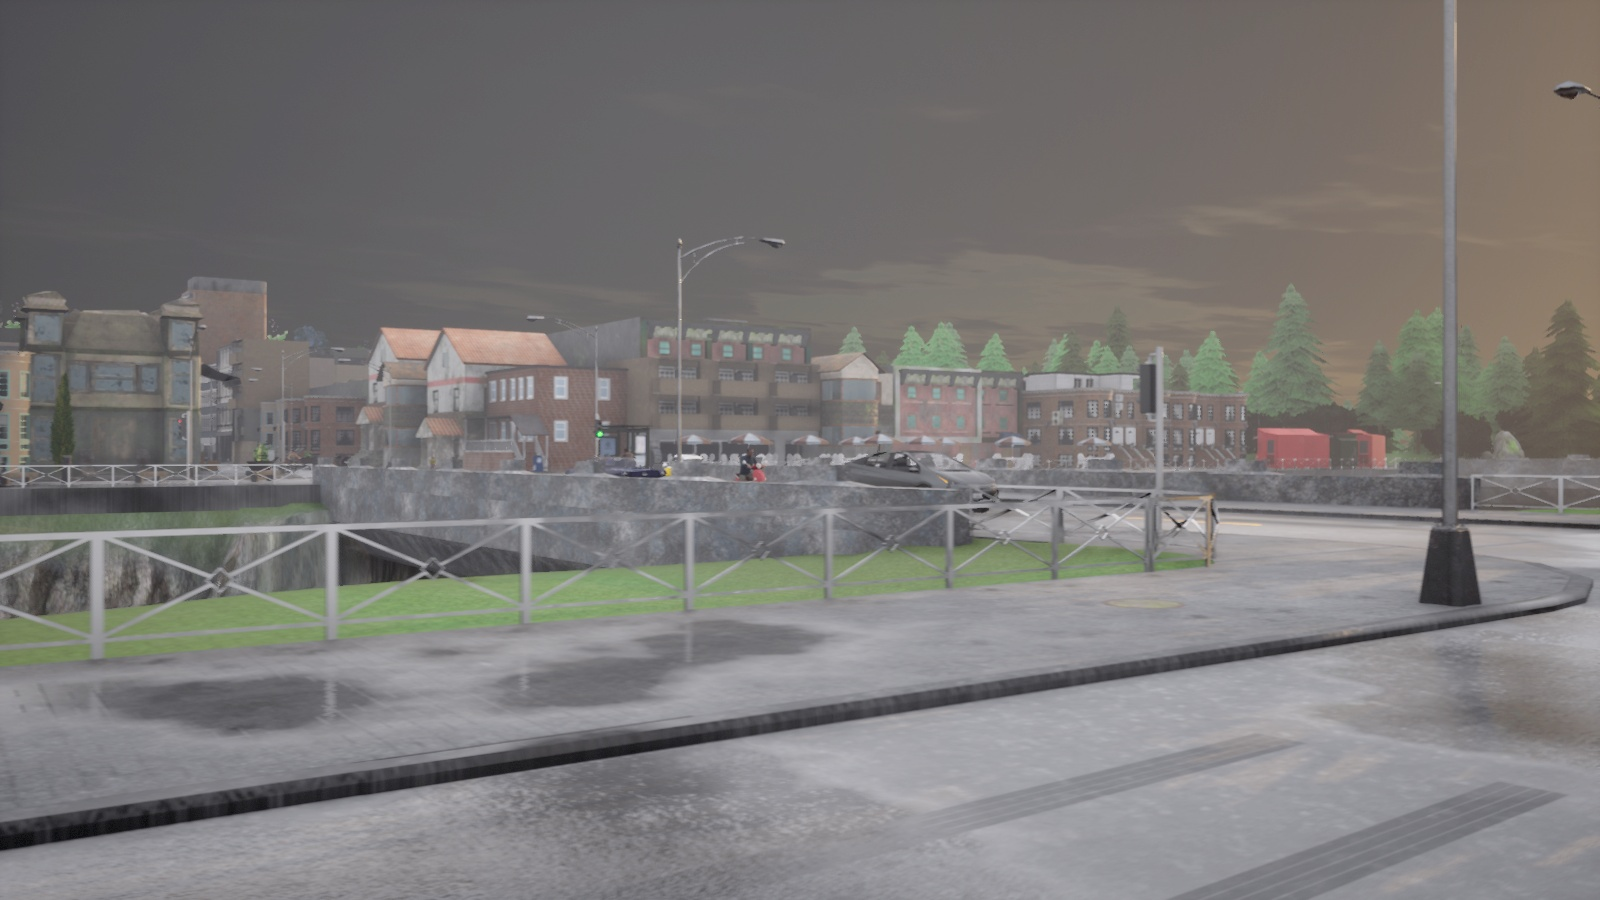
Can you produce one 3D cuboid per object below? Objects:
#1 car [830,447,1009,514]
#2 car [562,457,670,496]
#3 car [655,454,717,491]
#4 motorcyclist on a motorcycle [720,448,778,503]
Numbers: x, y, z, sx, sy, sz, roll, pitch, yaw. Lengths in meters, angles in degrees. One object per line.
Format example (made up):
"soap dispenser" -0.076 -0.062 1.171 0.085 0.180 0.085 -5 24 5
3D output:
"car" 2.862 0.707 31.115 2.007 1.525 4.514 0 0 -34
"car" -6.608 0.914 44.640 1.895 1.301 4.718 0 0 -35
"car" -4.401 0.862 48.470 1.481 1.376 2.207 0 0 -35
"motorcyclist on a motorcycle" -1.522 0.738 37.342 0.866 1.590 1.817 0 0 -35
